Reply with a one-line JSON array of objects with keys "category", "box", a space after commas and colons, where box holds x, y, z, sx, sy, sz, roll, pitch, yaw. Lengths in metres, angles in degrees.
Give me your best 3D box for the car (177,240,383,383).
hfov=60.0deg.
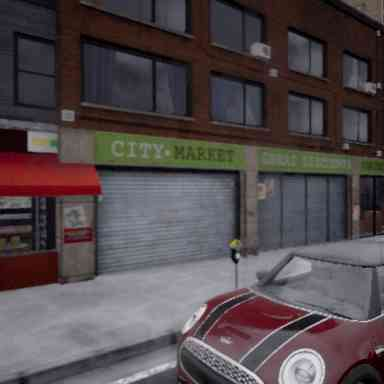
[{"category": "car", "box": [1.801, 1.435, 4.139, 4.097, 1.590, 1.967, 0, 0, -35]}]
